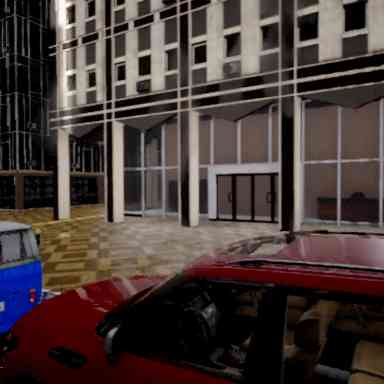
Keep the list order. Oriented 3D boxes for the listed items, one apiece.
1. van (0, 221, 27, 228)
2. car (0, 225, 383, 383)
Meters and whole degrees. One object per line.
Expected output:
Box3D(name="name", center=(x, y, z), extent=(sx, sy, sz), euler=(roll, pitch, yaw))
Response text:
Box3D(name="van", center=(-4.184, 1.306, 5.294), extent=(3.998, 1.788, 1.690), euler=(0, 2, 30))
Box3D(name="car", center=(0.720, 1.258, 2.420), extent=(5.009, 1.841, 2.192), euler=(0, 2, 30))
